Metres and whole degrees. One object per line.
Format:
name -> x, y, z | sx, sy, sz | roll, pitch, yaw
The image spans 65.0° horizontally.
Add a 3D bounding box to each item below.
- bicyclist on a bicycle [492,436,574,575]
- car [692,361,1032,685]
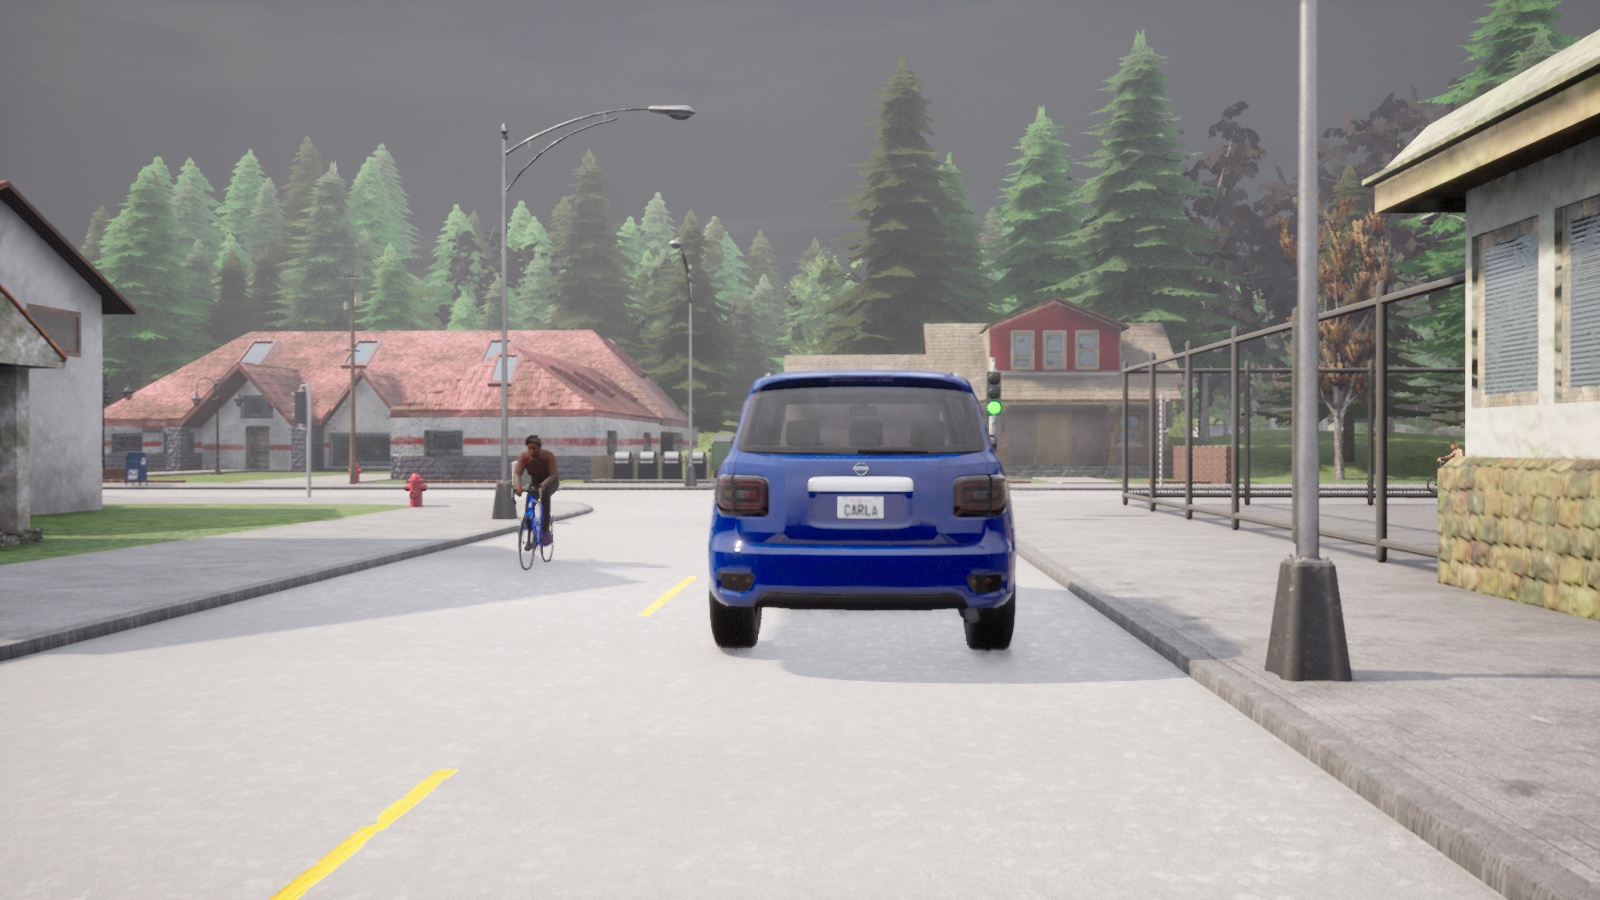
bicyclist on a bicycle -> -3.248, 0.639, 15.420 | 0.582, 1.620, 1.656 | 0, 1, 3
car -> 0.532, 0.430, 10.741 | 2.150, 2.045, 5.566 | 0, 1, 3
